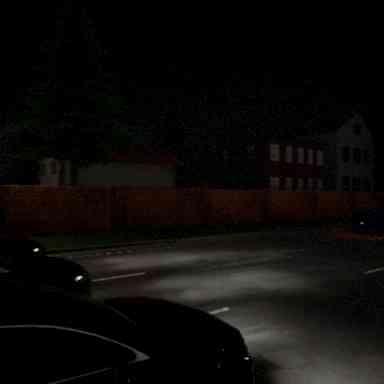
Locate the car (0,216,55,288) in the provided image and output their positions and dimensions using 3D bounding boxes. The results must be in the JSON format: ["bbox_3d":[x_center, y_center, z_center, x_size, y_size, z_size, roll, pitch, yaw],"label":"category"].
[{"bbox_3d":[-6.139,1.486,7.966,4.902,1.511,2.128,1,0,-36],"label":"car"}]

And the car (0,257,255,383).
[{"bbox_3d":[-1.616,1.505,2.594,4.892,1.490,1.837,1,0,-36],"label":"car"}]

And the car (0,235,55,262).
[{"bbox_3d":[-4.069,1.487,5.142,4.902,1.511,2.128,1,0,-36],"label":"car"}]

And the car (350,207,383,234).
[{"bbox_3d":[11.940,1.680,20.875,5.008,1.535,1.882,0,0,-36],"label":"car"}]
